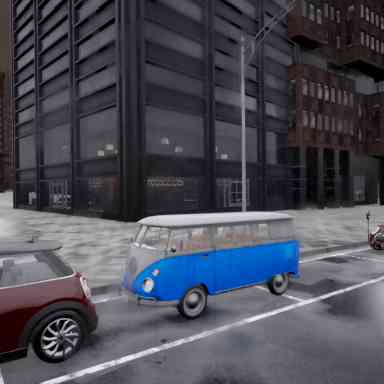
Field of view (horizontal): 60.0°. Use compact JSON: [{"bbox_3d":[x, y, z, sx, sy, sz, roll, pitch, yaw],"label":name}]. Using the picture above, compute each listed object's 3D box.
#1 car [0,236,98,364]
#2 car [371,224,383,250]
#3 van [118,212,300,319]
[{"bbox_3d":[-3.440,1.440,4.209,4.097,1.590,1.967,0,-1,-36],"label":"car"},{"bbox_3d":[6.812,1.487,8.253,4.902,1.511,2.128,0,0,-36],"label":"car"},{"bbox_3d":[0.534,1.339,7.052,3.998,1.788,1.690,0,-1,-36],"label":"van"}]
